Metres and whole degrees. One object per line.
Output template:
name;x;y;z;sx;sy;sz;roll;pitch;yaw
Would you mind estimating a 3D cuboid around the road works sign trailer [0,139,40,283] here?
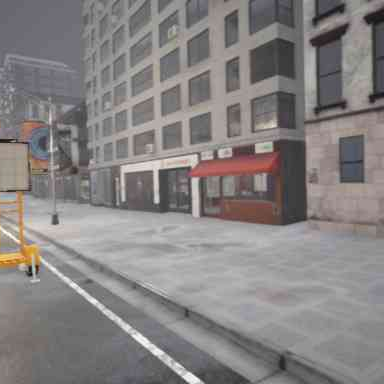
road works sign trailer;-5.447;0.417;8.536;2.380;3.560;2.880;-3;2;-35
